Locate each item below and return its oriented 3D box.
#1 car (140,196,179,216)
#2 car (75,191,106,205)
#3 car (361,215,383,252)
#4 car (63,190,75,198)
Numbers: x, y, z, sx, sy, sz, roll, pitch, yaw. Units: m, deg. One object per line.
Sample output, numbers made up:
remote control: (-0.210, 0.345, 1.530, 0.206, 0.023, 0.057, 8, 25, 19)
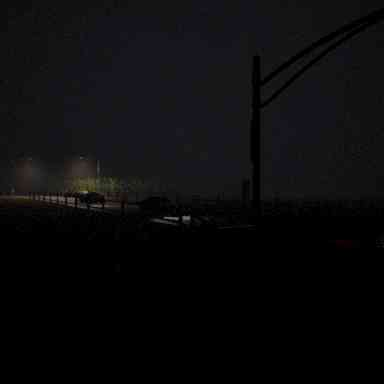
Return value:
car: (-2.645, 1.100, 26.965, 1.812, 1.442, 4.674, 0, 1, -35)
car: (-12.229, 0.820, 40.763, 2.033, 1.411, 5.357, 0, 1, -35)
car: (8.324, 1.437, 11.188, 1.837, 1.490, 4.892, 0, 1, -35)
car: (-22.528, 0.355, 62.022, 1.882, 1.535, 5.008, 0, 1, -35)
